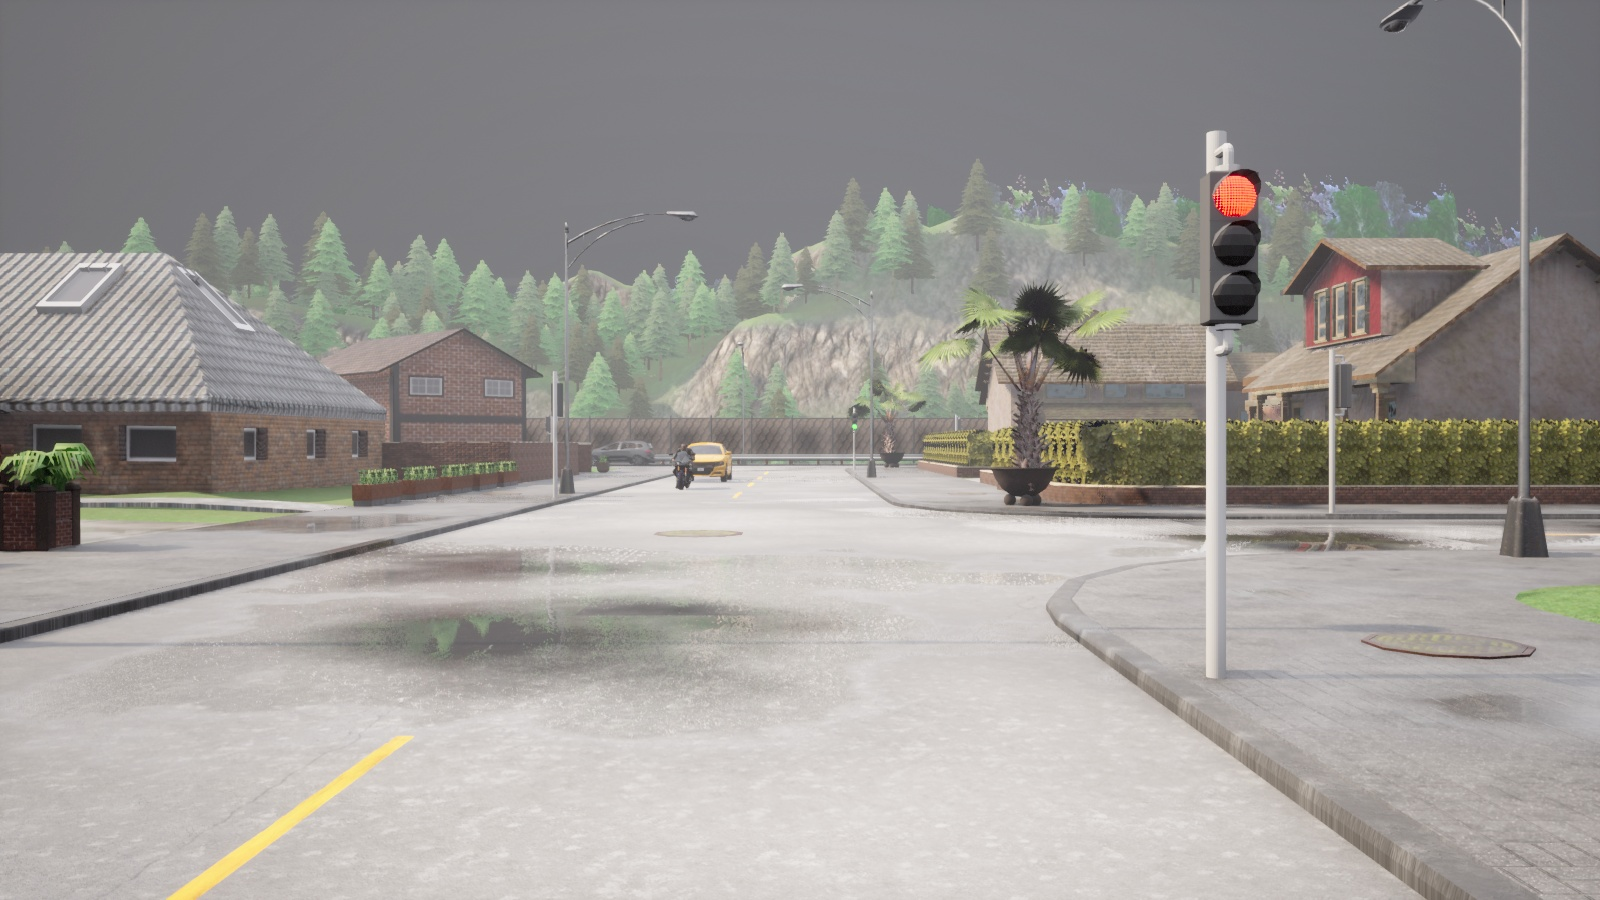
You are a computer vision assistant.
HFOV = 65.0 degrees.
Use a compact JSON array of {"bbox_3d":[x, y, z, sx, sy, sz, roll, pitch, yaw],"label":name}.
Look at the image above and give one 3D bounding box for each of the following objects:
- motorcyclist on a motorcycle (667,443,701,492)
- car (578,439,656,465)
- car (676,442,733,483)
[{"bbox_3d":[-3.750,0.549,40.694,0.866,1.530,2.191,0,0,1],"label":"motorcyclist on a motorcycle"},{"bbox_3d":[-11.625,0.130,79.991,4.611,1.667,2.242,0,0,3],"label":"car"},{"bbox_3d":[-3.719,0.441,49.599,1.882,1.535,5.008,0,0,0],"label":"car"}]
